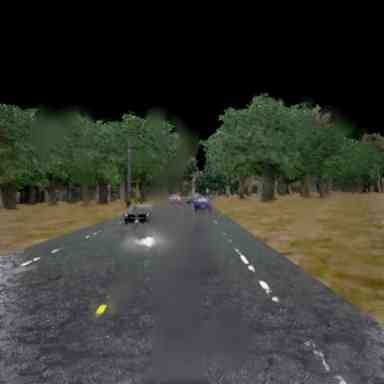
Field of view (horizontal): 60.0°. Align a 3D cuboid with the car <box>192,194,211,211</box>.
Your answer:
[{"bbox_3d":[1.225,1.408,39.475,1.882,1.535,5.008,0,0,0],"label":"car"}]

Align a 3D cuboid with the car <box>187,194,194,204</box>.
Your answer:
[{"bbox_3d":[0.074,1.427,58.354,1.895,1.301,4.718,0,0,2],"label":"car"}]

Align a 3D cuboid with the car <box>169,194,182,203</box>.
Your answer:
[{"bbox_3d":[-3.212,1.130,64.599,2.097,1.767,4.553,0,0,3],"label":"car"}]

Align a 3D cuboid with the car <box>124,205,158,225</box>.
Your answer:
[{"bbox_3d":[-3.599,1.590,23.911,1.895,1.301,4.718,0,0,0],"label":"car"}]
